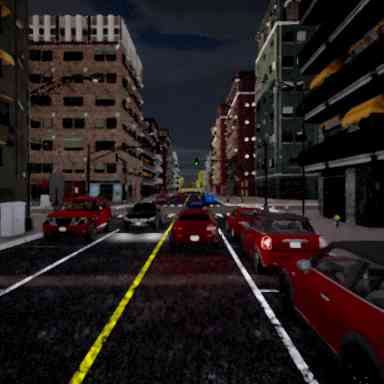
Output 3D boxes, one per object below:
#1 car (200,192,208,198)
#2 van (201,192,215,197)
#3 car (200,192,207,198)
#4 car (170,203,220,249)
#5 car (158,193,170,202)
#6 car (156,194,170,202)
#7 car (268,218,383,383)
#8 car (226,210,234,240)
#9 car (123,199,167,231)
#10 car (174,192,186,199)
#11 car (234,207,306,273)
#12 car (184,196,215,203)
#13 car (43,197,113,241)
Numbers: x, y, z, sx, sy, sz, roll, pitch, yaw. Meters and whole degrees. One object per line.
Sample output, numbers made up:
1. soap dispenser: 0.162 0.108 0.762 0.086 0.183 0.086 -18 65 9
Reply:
1. car: 2.995 0.749 82.150 1.752 1.417 4.829 0 1 0
2. van: 2.847 0.839 53.978 1.690 1.788 3.998 0 1 0
3. car: 3.024 0.752 87.581 1.802 1.307 4.206 0 1 0
4. car: 0.125 1.399 13.756 1.812 1.442 4.674 0 1 1
5. car: -4.970 0.985 59.770 1.887 1.381 4.507 0 1 0
6. car: -4.999 1.076 54.183 1.802 1.307 4.206 0 1 0
7. car: 2.589 1.396 4.750 1.967 1.590 4.097 0 1 0
8. car: 2.648 1.398 15.939 1.887 1.381 4.507 0 1 0
9. car: -2.702 1.347 19.278 1.812 1.442 4.674 0 0 1
10. car: -2.353 0.764 75.744 1.882 1.535 5.008 0 1 0
11. car: 2.619 1.345 10.344 1.967 1.590 4.097 0 1 0
12. car: 0.528 1.316 26.872 1.994 1.385 4.181 0 0 8
13. car: -5.233 1.167 15.978 2.192 1.841 5.009 0 1 0
